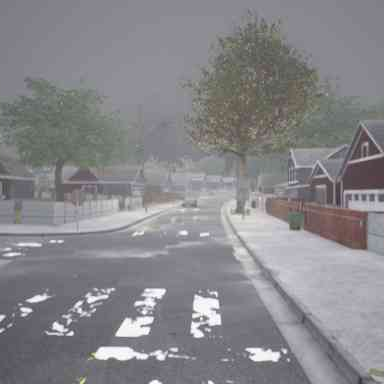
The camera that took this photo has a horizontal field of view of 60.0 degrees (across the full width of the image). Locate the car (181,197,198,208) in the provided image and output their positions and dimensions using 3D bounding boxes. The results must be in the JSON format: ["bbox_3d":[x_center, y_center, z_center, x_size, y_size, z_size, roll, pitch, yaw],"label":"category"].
[{"bbox_3d":[-0.233,1.344,43.777,1.812,1.442,4.674,0,1,6],"label":"car"}]
